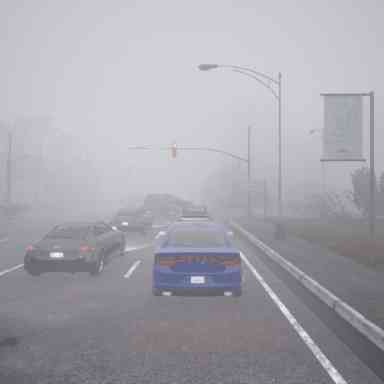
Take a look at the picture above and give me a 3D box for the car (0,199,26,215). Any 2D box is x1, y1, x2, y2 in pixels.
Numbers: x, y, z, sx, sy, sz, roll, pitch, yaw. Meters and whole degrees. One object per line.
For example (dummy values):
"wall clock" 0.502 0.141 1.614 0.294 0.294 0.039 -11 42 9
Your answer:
"car" -19.656 1.478 32.915 5.008 1.535 1.882 0 0 6

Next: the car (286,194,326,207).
"car" 14.791 1.221 41.826 5.566 2.045 2.150 0 0 2

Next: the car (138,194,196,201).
"car" -2.506 1.221 35.603 5.566 2.045 2.150 0 0 3

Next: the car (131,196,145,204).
"car" -10.420 1.564 64.827 1.994 1.385 4.181 0 0 2

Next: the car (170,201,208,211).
"car" 0.129 1.491 18.148 2.128 1.511 4.902 0 0 0

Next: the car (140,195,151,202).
"car" -10.378 1.524 74.431 1.812 1.442 4.674 0 0 0

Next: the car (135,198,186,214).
"car" -2.976 1.564 32.122 4.181 1.385 1.994 0 0 3

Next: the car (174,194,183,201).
"car" -3.359 1.349 86.007 2.097 1.767 4.553 0 0 0

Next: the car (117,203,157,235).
"car" -3.370 1.564 18.806 1.994 1.385 4.181 0 0 0

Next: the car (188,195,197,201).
"car" 0.141 1.533 85.615 2.033 1.411 5.357 0 0 0

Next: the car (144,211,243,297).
"car" 0.113 1.478 8.649 1.882 1.535 5.008 0 0 0

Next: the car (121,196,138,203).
"car" -10.495 1.491 55.476 2.128 1.511 4.902 0 0 0

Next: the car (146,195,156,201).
"car" -10.361 1.549 84.458 1.994 1.385 4.181 0 0 0

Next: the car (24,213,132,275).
"car" -3.393 1.564 10.423 1.994 1.385 4.181 0 0 1

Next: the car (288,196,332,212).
"car" 14.077 1.478 38.341 5.008 1.535 1.882 0 0 3

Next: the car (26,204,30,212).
"car" -20.302 1.526 36.636 4.674 1.442 1.812 0 0 3
